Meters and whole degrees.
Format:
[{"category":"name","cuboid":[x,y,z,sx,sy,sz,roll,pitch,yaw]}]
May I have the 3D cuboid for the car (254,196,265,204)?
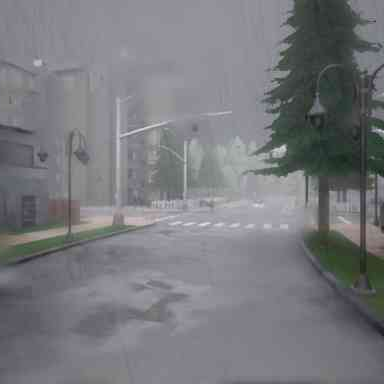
[{"category":"car","cuboid":[13.128,1.516,64.380,2.128,1.511,4.902,0,1,18]}]
